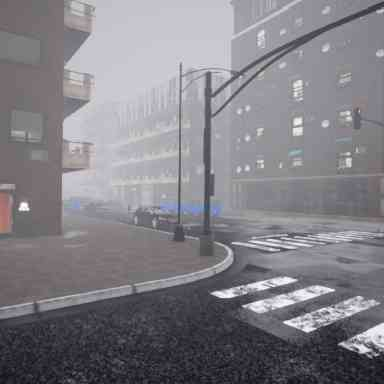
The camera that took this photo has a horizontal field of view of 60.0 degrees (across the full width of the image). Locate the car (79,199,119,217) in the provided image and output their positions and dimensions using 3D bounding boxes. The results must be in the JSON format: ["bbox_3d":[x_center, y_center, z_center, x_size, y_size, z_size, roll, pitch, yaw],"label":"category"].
[{"bbox_3d":[-8.712,1.591,30.849,1.802,1.307,4.206,1,-1,-35],"label":"car"}]

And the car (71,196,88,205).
[{"bbox_3d":[-21.283,1.605,62.954,1.967,1.590,4.097,1,-1,-35],"label":"car"}]

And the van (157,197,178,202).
[{"bbox_3d":[-2.224,1.450,35.325,1.690,1.788,3.998,1,-1,-35],"label":"van"}]

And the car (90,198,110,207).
[{"bbox_3d":[-14.931,1.730,53.742,1.802,1.307,4.206,1,-1,-35],"label":"car"}]

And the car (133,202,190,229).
[{"bbox_3d":[-2.358,1.539,21.639,2.008,1.369,4.403,1,-1,-35],"label":"car"}]

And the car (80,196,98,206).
[{"bbox_3d":[-18.107,1.597,58.349,1.967,1.590,4.097,1,-1,-35],"label":"car"}]

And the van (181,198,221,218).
[{"bbox_3d":[0.953,1.439,30.719,1.690,1.788,3.998,1,-1,-35],"label":"van"}]

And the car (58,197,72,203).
[{"bbox_3d":[-27.637,1.727,72.163,1.887,1.381,4.507,1,-1,-35],"label":"car"}]

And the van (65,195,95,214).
[{"bbox_3d":[-11.886,1.361,35.455,1.690,1.788,3.998,1,-1,-35],"label":"van"}]

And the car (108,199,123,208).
[{"bbox_3d":[-11.755,1.683,49.138,1.887,1.381,4.507,1,-1,-35],"label":"car"}]

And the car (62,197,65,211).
[{"bbox_3d":[-15.065,1.580,40.059,2.008,1.369,4.403,1,-1,-35],"label":"car"}]

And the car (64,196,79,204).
[{"bbox_3d":[-24.460,1.614,67.559,1.967,1.590,4.097,1,-1,-35],"label":"car"}]
